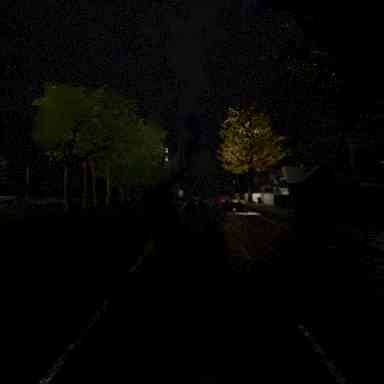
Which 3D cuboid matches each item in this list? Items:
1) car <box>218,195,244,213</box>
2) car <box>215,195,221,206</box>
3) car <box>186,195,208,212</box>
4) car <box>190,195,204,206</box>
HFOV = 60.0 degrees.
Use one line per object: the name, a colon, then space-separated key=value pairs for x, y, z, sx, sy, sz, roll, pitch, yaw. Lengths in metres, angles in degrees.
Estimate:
car: x=3.973 y=1.314 z=33.231 sx=1.895 sy=1.301 sz=4.718 roll=0 pitch=1 yaw=1
car: x=4.175 y=1.152 z=45.104 sx=2.033 sy=1.411 sz=5.357 roll=0 pitch=1 yaw=1
car: x=0.481 y=1.060 z=33.559 sx=2.097 sy=1.767 sz=4.553 roll=0 pitch=0 yaw=1
car: x=0.721 y=1.116 z=46.553 sx=1.812 sy=1.442 sz=4.674 roll=0 pitch=0 yaw=3
